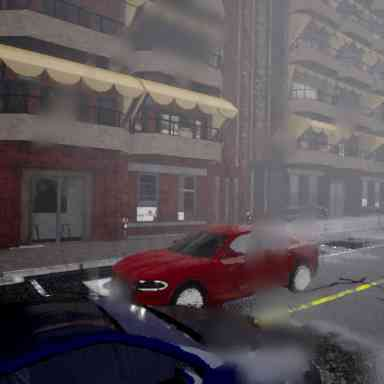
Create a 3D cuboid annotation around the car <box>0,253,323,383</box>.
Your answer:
[{"bbox_3d":[-0.844,1.565,2.555,4.181,1.385,1.994,0,0,-36],"label":"car"}]

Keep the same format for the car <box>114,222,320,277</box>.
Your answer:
[{"bbox_3d":[0.737,1.480,7.308,5.008,1.535,1.882,0,0,-36],"label":"car"}]
